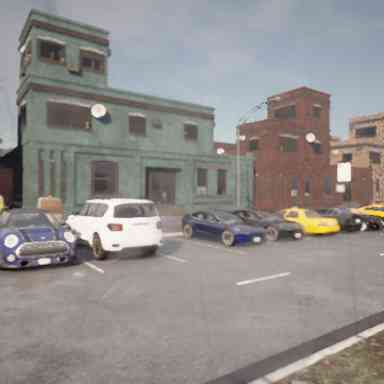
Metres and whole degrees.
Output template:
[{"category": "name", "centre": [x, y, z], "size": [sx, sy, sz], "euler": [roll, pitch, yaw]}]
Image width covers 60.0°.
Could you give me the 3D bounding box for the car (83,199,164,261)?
[{"category": "car", "centre": [-3.185, 1.277, 12.912], "size": [2.435, 2.045, 5.566], "euler": [1, 0, -35]}]

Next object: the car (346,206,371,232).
[{"category": "car", "centre": [8.153, 1.701, 20.940], "size": [2.163, 1.488, 4.792], "euler": [1, 0, -35]}]

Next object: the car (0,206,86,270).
[{"category": "car", "centre": [-5.484, 1.378, 11.289], "size": [2.185, 1.767, 4.553], "euler": [1, 0, -35]}]

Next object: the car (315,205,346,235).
[{"category": "car", "centre": [5.795, 1.638, 19.463], "size": [1.946, 1.575, 5.366], "euler": [1, 0, -35]}]

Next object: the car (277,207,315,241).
[{"category": "car", "centre": [3.651, 1.642, 17.681], "size": [2.163, 1.488, 4.792], "euler": [1, 0, -35]}]

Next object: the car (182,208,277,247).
[{"category": "car", "centre": [1.384, 1.613, 16.076], "size": [2.163, 1.488, 4.792], "euler": [1, 0, -35]}]

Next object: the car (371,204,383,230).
[{"category": "car", "centre": [10.333, 1.700, 22.455], "size": [2.097, 1.535, 5.008], "euler": [1, 0, -35]}]
